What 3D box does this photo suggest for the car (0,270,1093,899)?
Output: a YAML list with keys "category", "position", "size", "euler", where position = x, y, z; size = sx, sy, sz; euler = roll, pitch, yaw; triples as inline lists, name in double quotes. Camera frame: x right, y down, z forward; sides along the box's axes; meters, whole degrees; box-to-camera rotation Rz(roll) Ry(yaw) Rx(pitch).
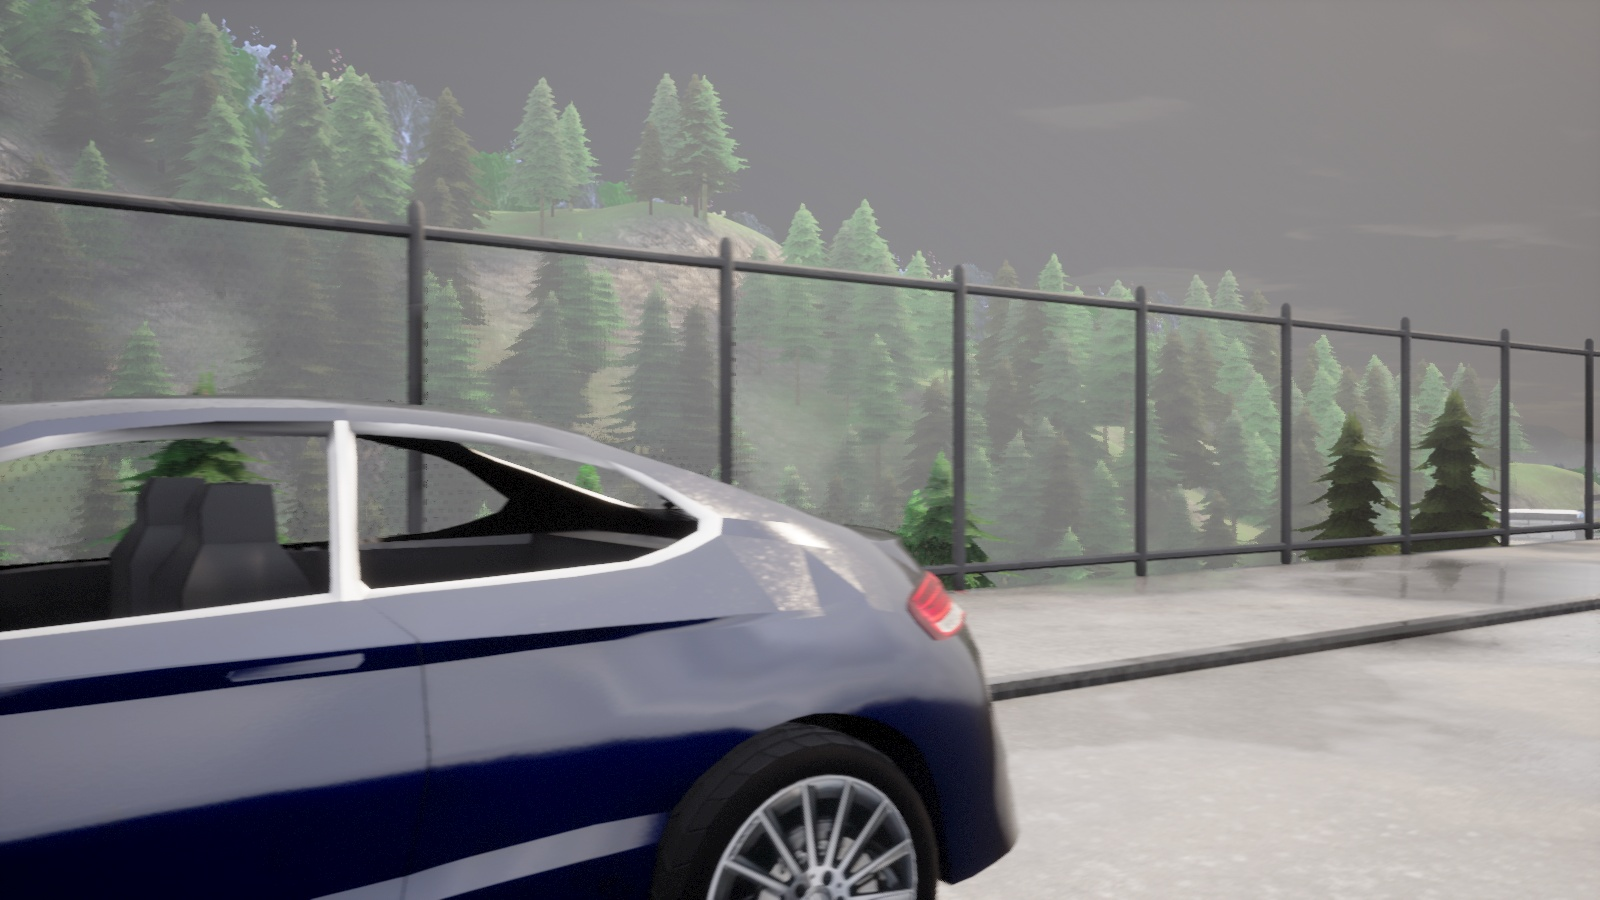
- category: "car"
  position: [-1.856, 0.535, 2.975]
  size: [5.027, 1.651, 2.152]
  euler: [0, 0, -35]
